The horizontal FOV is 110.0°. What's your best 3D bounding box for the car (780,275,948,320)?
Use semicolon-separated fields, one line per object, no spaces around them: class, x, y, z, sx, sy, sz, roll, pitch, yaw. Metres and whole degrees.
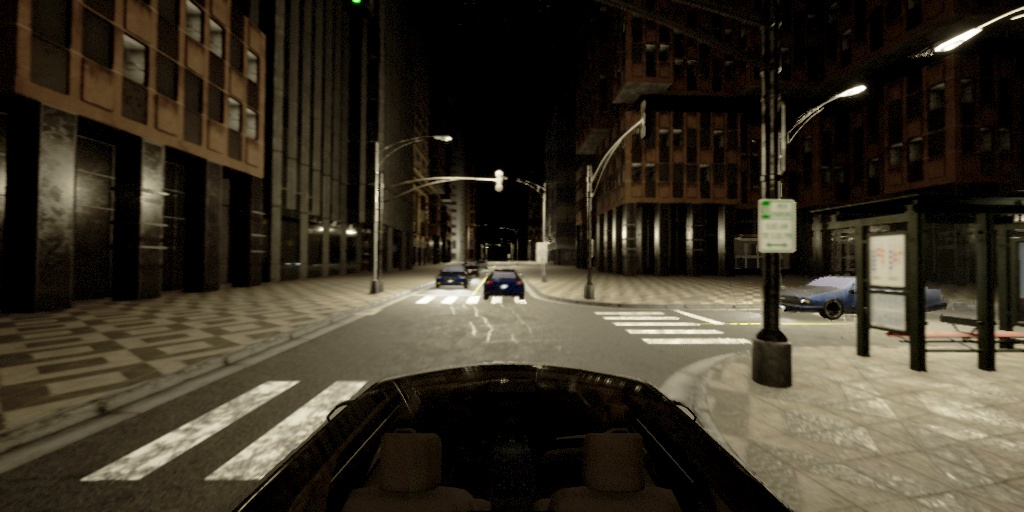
car;11.850;1.364;12.487;5.357;1.411;2.033;0;-1;-5

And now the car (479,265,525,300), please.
car;-0.410;1.347;18.176;1.994;1.385;4.181;0;0;-2

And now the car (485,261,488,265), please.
car;-4.539;1.341;53.214;1.812;1.442;4.674;1;0;-1

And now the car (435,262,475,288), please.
car;-3.750;1.326;23.558;1.994;1.385;4.181;1;0;-1

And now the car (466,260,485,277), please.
car;-4.076;1.275;35.265;2.128;1.511;4.902;1;0;-1
